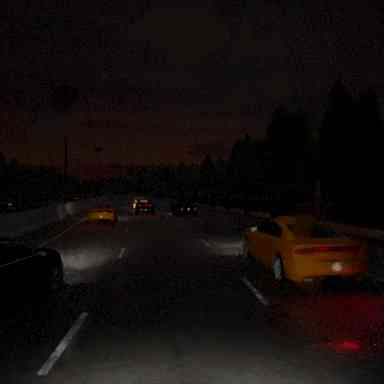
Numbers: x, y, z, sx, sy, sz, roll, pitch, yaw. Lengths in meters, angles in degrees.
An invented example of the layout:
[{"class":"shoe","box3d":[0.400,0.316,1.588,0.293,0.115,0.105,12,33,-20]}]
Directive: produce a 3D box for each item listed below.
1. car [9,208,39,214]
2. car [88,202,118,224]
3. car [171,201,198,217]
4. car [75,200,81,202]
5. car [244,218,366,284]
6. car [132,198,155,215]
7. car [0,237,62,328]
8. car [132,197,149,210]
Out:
[{"class":"car","box3d":[-14.759,1.561,29.066,2.033,1.411,5.357,0,0,-12]},{"class":"car","box3d":[-6.582,1.489,24.788,1.882,1.535,5.008,0,0,-11]},{"class":"car","box3d":[-0.798,1.562,31.650,2.033,1.411,5.357,0,0,-11]},{"class":"car","box3d":[-22.545,1.388,67.839,2.097,1.767,4.553,0,0,-12]},{"class":"car","box3d":[2.917,1.482,9.717,1.882,1.535,5.008,0,0,-6]},{"class":"car","box3d":[-4.891,1.508,34.167,2.128,1.511,4.902,0,0,-11]},{"class":"car","box3d":[-3.747,1.493,5.613,2.128,1.511,4.902,0,0,-3]},{"class":"car","box3d":[-6.876,1.499,43.988,1.882,1.535,5.008,0,0,-11]}]
